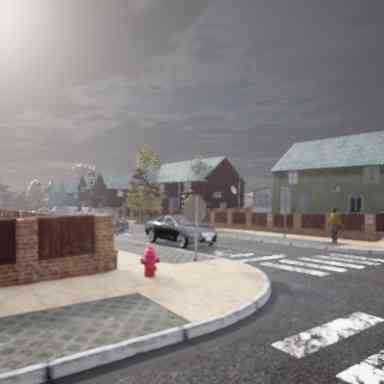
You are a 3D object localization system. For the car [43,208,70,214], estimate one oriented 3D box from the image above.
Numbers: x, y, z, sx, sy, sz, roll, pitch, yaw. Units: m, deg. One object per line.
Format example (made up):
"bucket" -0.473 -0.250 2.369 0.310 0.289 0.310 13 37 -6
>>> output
"car" -14.358 2.696 36.146 1.895 1.301 4.718 2 -3 -36

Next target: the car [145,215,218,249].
"car" -0.649 1.936 17.145 2.128 1.511 4.902 2 -3 -36

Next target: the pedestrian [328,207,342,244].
"pedestrian" 7.056 1.638 16.501 0.375 1.860 0.375 0 0 -36

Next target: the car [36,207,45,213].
"car" -24.960 3.314 55.827 1.837 1.490 4.892 2 -3 -36

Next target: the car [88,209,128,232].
"car" -6.644 2.081 25.454 2.097 1.767 4.553 2 -3 -36
